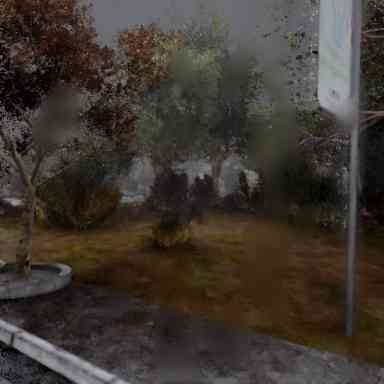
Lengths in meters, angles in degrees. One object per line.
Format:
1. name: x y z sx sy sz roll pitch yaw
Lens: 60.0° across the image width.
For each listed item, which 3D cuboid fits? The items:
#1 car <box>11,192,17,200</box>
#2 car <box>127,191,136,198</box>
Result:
1. car: -24.076 0.119 50.053 2.150 2.045 5.566 2 1 33
2. car: -13.569 0.419 66.530 2.033 1.411 5.357 2 1 32
